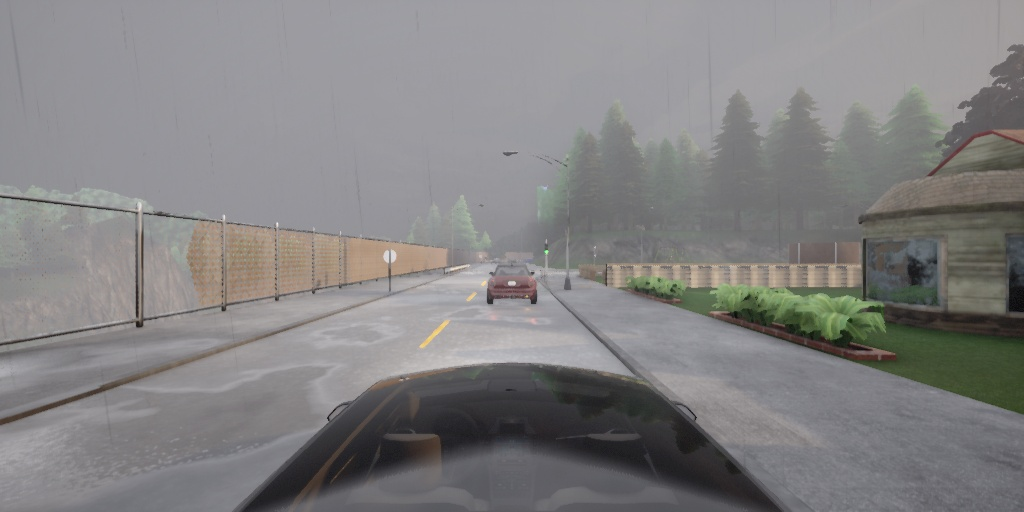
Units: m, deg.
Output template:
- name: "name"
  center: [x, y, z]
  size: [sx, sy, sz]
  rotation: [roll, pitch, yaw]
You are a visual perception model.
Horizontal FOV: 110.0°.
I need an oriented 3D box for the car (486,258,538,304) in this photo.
- name: "car"
  center: [0.000, 1.114, 16.469]
  size: [2.097, 1.767, 4.553]
  rotation: [0, 0, 0]
